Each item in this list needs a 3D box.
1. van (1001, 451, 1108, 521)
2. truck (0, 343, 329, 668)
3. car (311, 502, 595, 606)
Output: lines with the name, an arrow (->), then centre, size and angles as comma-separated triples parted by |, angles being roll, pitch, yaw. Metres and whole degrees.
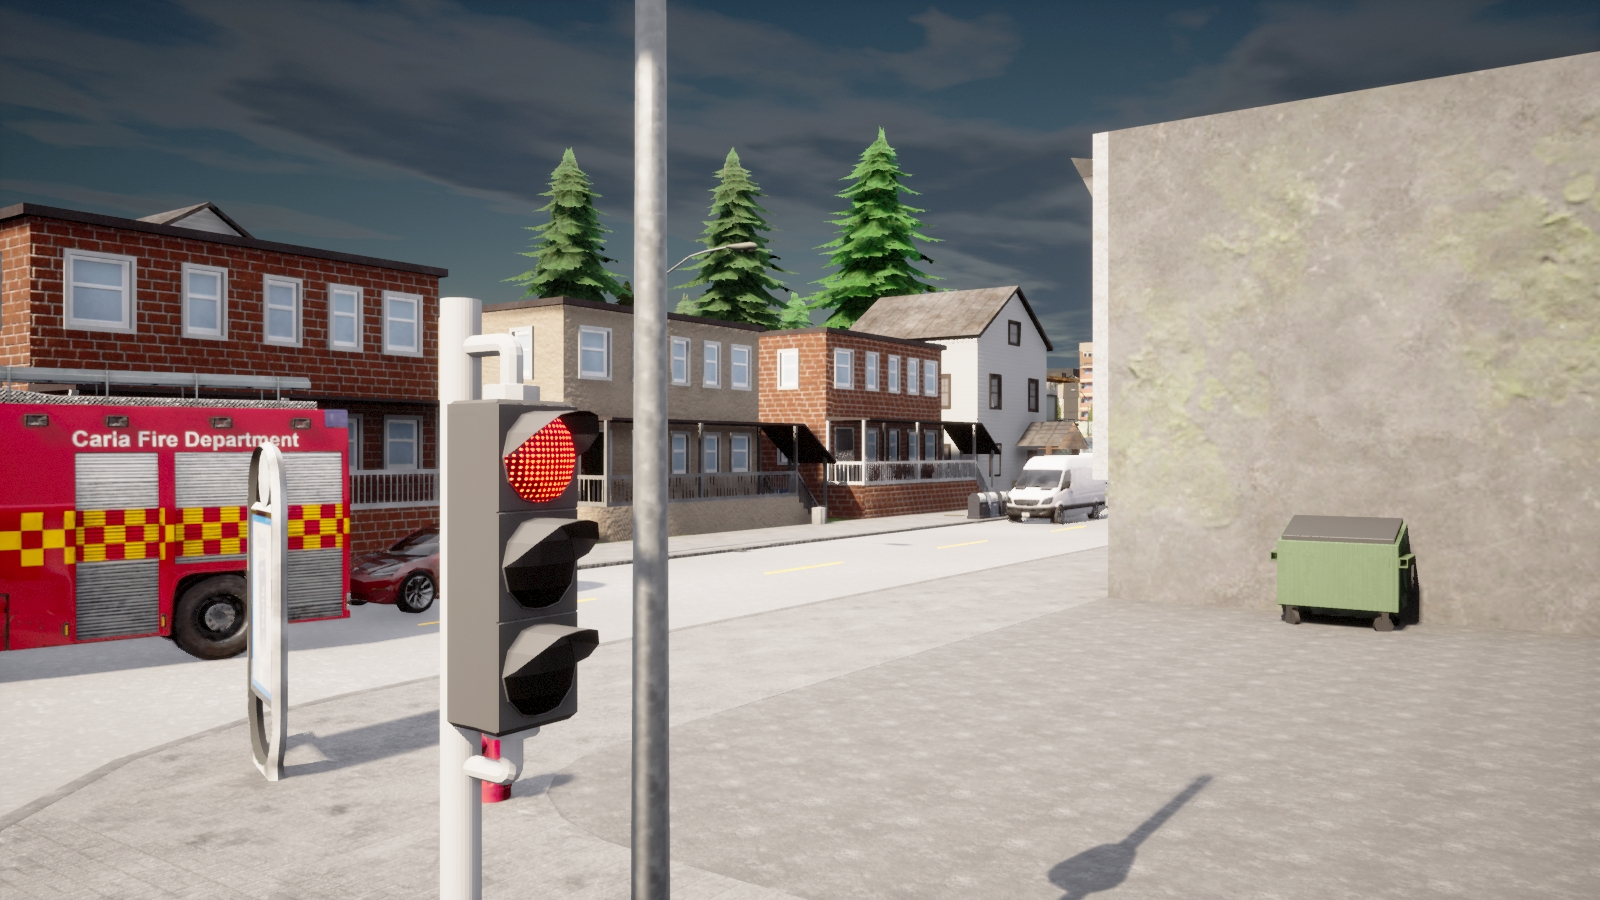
van -> 10.051, 1.307, 44.811 | 1.988, 2.561, 5.915 | 0, 0, 35
truck -> -10.727, 0.661, 14.254 | 8.468, 3.827, 2.891 | 0, 0, -40
car -> -6.345, 1.835, 21.430 | 2.163, 1.488, 4.792 | 0, 0, 35
